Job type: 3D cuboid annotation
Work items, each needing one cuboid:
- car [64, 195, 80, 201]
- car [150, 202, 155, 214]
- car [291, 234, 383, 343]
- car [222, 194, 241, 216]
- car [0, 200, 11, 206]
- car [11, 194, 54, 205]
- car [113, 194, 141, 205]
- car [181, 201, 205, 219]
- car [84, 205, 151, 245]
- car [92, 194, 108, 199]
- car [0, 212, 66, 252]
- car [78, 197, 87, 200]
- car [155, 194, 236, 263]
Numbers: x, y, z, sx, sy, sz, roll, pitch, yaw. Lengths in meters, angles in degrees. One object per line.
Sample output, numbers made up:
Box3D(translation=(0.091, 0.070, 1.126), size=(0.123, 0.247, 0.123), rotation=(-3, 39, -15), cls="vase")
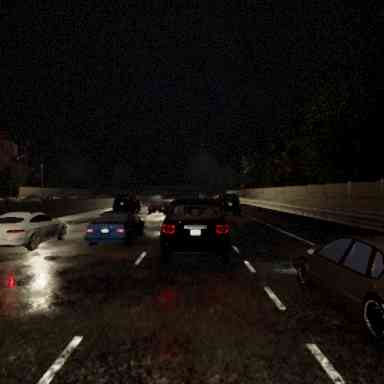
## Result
Box3D(translation=(-28.005, 1.485, 77.850), size=(1.895, 1.301, 4.718), rotation=(0, 0, 0), cls="car")
Box3D(translation=(-3.401, 1.651, 34.785), size=(1.895, 1.301, 4.718), rotation=(0, 0, 0), cls="car")
Box3D(translation=(3.605, 1.535, 6.390), size=(2.033, 1.411, 5.357), rotation=(0, 0, -2), cls="car")
Box3D(translation=(3.499, 1.231, 33.096), size=(2.150, 2.045, 5.566), rotation=(0, 0, 0), cls="car")
Box3D(translation=(-21.093, 1.579, 37.055), size=(1.812, 1.442, 4.674), rotation=(0, 0, 0), cls="car")
Box3D(translation=(-17.591, 1.276, 37.558), size=(2.150, 2.045, 5.566), rotation=(0, 0, 0), cls="car")
Box3D(translation=(-6.902, 1.272, 35.490), size=(2.150, 2.045, 5.566), rotation=(0, 0, 0), cls="car")
Box3D(translation=(0.095, 1.590, 30.571), size=(2.033, 1.411, 5.357), rotation=(0, 0, 0), cls="car")
Box3D(translation=(-3.402, 1.567, 15.493), size=(2.033, 1.411, 5.357), rotation=(0, 0, 0), cls="car")
Box3D(translation=(-21.005, 1.229, 77.488), size=(1.882, 1.535, 5.008), rotation=(0, 0, 0), cls="car")
Box3D(translation=(-6.901, 1.543, 13.954), size=(1.812, 1.442, 4.674), rotation=(0, 0, 0), cls="car")
Box3D(translation=(-24.505, 1.442, 77.880), size=(1.994, 1.385, 4.181), rotation=(0, 0, 0), cls="car")
Box3D(translation=(0.099, 1.237, 12.095), size=(2.150, 2.045, 5.566), rotation=(0, 0, 0), cls="car")
